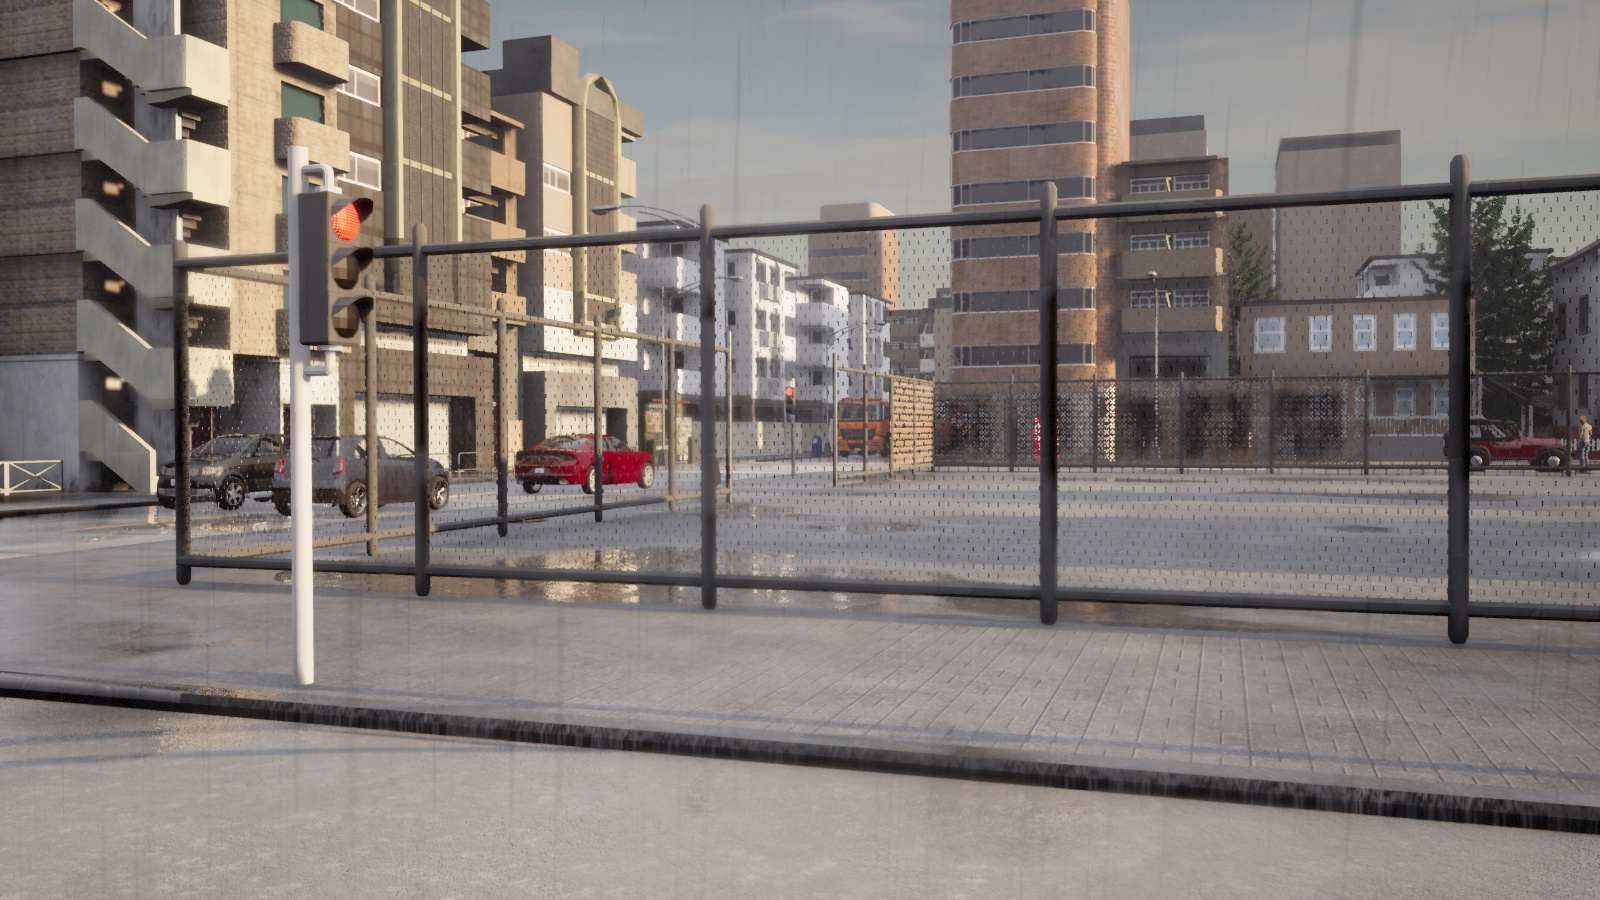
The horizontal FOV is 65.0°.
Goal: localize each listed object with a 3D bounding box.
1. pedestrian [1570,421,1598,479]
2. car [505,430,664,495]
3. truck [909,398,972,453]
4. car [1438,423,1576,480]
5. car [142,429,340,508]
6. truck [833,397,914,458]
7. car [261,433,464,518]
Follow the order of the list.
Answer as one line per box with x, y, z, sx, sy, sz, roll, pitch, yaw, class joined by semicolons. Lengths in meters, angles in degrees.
25.093;-0.020;40.188;0.354;1.836;0.706;0;1;-14;pedestrian
-5.473;0.262;32.603;1.882;1.535;5.008;1;1;19;car
10.383;-1.776;92.243;2.891;3.827;8.468;1;1;18;truck
24.331;0.020;43.354;3.866;1.878;1.905;1;1;19;car
-11.711;0.336;26.578;1.789;1.549;3.705;1;1;18;car
4.468;-1.335;74.725;2.891;3.462;7.936;1;1;18;truck
-8.307;0.422;24.160;1.845;1.501;3.633;1;1;19;car
